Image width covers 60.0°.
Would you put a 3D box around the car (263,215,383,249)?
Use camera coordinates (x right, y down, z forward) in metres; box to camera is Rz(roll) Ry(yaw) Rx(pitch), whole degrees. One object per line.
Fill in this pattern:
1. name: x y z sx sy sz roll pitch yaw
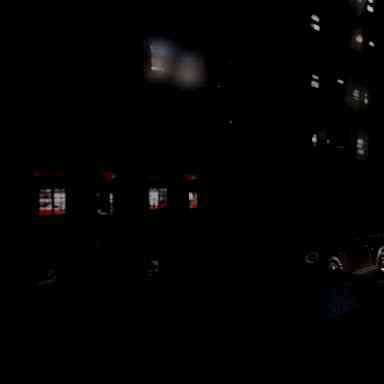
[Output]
1. car: 3.538 1.470 8.946 4.097 1.590 1.967 0 -1 -38

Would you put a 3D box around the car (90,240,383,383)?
1. car: 1.016 1.582 3.877 4.181 1.385 1.994 0 0 -38
